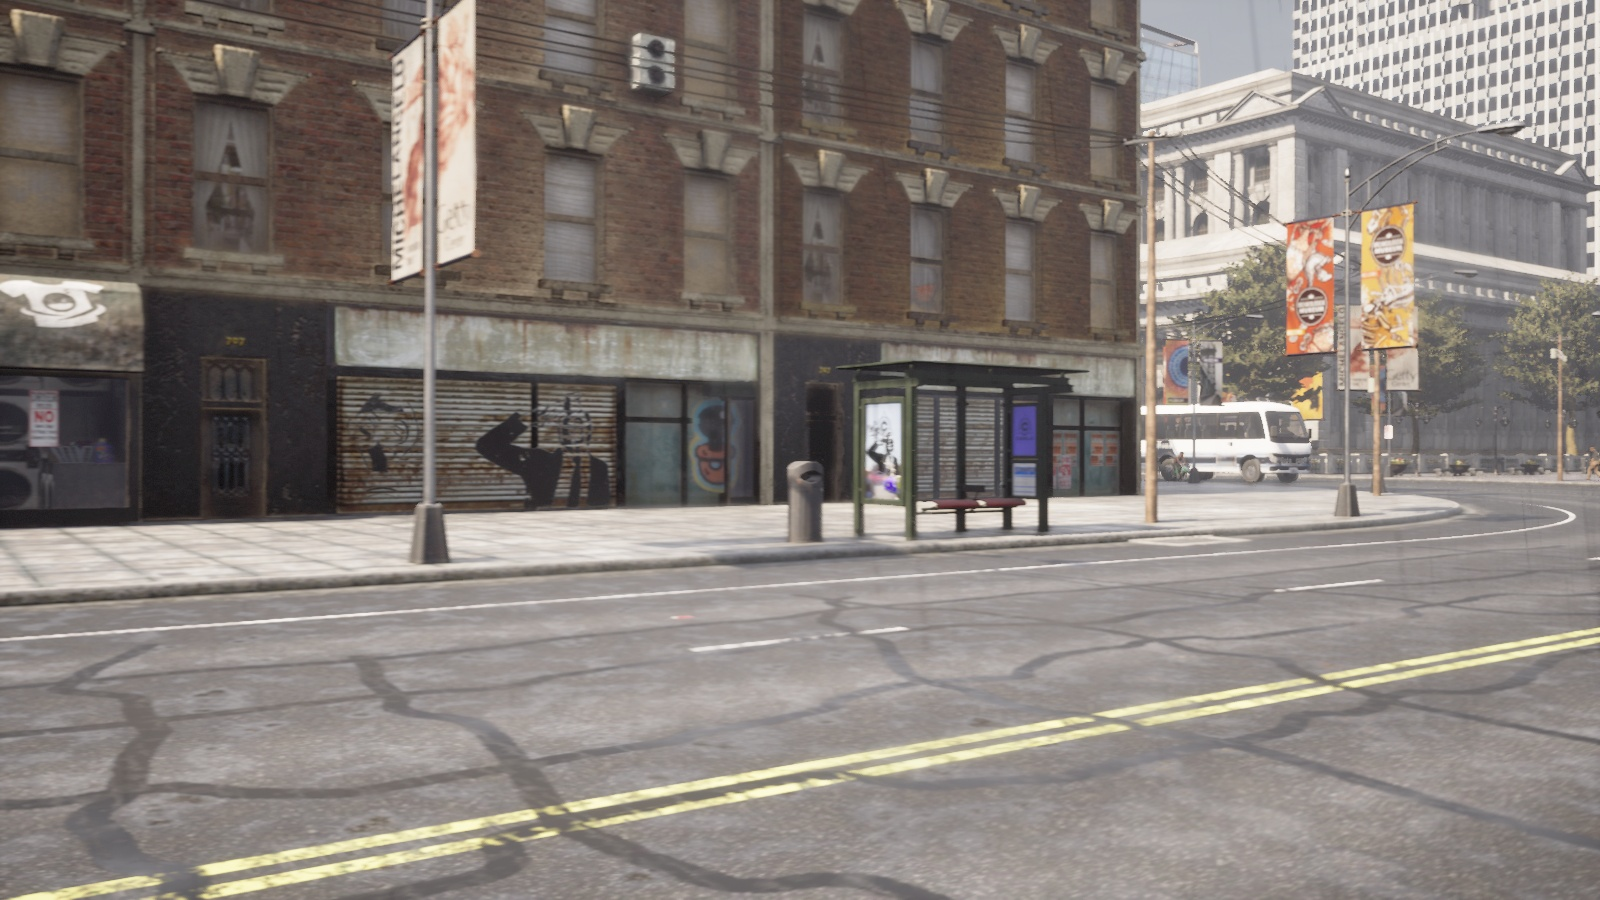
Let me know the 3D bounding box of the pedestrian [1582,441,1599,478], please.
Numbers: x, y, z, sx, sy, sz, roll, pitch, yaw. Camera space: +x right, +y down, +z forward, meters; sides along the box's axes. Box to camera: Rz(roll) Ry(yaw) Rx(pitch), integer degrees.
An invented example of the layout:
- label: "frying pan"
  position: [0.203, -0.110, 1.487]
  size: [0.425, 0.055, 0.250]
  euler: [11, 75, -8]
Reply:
- label: "pedestrian"
  position: [39.721, 0.472, 62.969]
  size: [0.540, 1.848, 0.694]
  euler: [0, 0, -17]

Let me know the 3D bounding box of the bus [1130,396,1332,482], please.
- label: "bus"
  position: [22.997, -0.514, 67.879]
  size: [3.944, 4.253, 10.273]
  euler: [0, 0, -30]
